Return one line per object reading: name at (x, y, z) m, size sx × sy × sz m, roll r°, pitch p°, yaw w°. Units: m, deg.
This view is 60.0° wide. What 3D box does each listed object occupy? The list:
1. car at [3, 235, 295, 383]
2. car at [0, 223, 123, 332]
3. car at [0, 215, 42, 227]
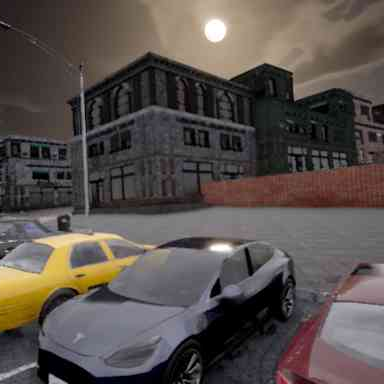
car at (0.086, 1.526, 5.221) m, size 2.163 × 1.488 × 4.792 m, roll 0°, pitch 0°, yaw 35°
car at (-2.064, 1.509, 7.016) m, size 1.946 × 1.575 × 5.366 m, roll 0°, pitch 0°, yaw 35°
car at (-4.567, 1.404, 8.534) m, size 2.185 × 1.767 × 4.553 m, roll -1°, pitch 0°, yaw 35°
